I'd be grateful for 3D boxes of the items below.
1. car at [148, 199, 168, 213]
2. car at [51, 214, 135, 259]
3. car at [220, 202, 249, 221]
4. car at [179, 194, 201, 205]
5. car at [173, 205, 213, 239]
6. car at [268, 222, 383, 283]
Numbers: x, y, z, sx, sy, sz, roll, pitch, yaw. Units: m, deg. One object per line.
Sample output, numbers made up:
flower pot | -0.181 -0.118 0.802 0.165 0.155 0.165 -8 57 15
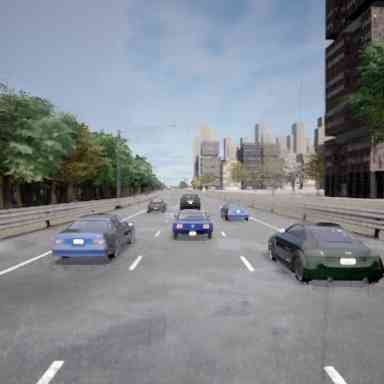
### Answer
car | -3.711 1.448 36.212 2.128 1.511 4.902 0 0 -1
car | -3.444 1.543 12.557 2.033 1.411 5.357 0 0 0
car | 3.421 1.524 27.264 2.033 1.411 5.357 0 0 -1
car | -0.202 1.178 35.782 2.150 2.045 5.566 0 0 -1
car | 0.017 1.592 17.350 1.895 1.301 4.718 0 0 -1
car | 3.570 1.559 9.637 1.994 1.385 4.181 0 0 0
